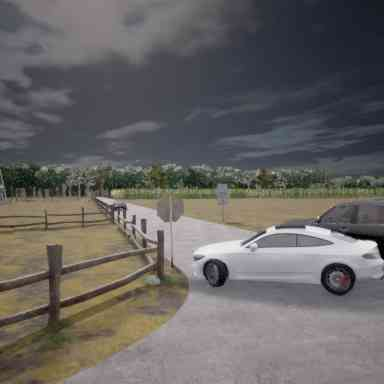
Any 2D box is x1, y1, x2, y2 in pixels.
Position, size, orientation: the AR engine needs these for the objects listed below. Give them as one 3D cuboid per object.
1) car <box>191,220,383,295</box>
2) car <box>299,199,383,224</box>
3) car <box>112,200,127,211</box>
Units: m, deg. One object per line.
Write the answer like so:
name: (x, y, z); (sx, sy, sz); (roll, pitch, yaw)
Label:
car: (2.293, 1.611, 8.634); (4.674, 1.442, 1.812); (-2, 0, 18)
car: (5.104, 1.226, 9.809); (2.150, 2.045, 5.566); (-2, 0, -40)
car: (-10.823, 1.976, 49.471); (2.033, 1.411, 5.357); (-2, 0, -18)
